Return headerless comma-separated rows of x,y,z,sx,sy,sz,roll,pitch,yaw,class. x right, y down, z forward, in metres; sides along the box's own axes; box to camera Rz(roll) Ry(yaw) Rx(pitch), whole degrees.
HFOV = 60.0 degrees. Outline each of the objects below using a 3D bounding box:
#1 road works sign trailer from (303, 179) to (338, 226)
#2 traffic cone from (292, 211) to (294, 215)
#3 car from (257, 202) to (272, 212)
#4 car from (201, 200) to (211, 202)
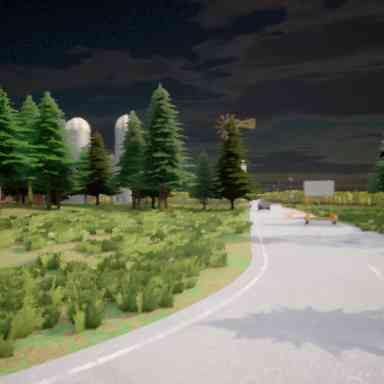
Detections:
10.079,0.766,26.499,2.380,3.560,2.880,-1,-1,10,road works sign trailer
9.957,2.370,33.604,0.340,0.580,0.340,-1,-1,10,traffic cone
10.931,2.171,50.358,1.837,1.490,4.892,-1,-1,10,car
3.763,2.593,90.527,1.905,1.878,3.866,0,-1,-21,car
